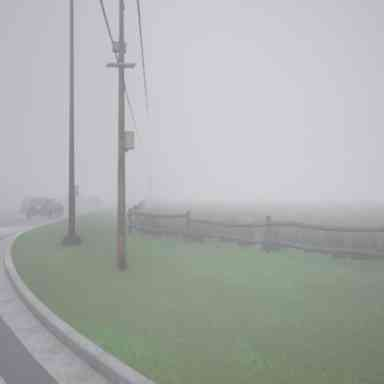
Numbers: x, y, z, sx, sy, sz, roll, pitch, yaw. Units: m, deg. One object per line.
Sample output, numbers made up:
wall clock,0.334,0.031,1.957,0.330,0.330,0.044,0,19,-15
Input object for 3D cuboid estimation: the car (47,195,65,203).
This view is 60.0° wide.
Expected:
car,-27.892,1.386,68.506,2.033,1.411,5.357,0,0,-6

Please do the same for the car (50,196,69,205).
car,-23.292,1.516,58.523,1.837,1.490,4.892,0,0,-6

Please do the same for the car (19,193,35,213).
car,-17.354,1.362,37.105,2.097,1.767,4.553,0,0,-6

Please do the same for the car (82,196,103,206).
car,-15.572,1.360,53.184,2.097,1.767,4.553,0,0,-6

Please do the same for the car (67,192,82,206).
car,-19.261,1.233,54.742,2.150,2.045,5.566,0,0,-6

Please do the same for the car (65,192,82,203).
car,-24.415,1.070,68.912,2.150,2.045,5.566,0,0,-6

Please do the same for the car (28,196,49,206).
car,-26.771,1.489,58.146,1.882,1.535,5.008,0,0,-6

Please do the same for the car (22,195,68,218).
car,-13.052,1.357,29.882,2.097,1.767,4.553,0,0,-6
